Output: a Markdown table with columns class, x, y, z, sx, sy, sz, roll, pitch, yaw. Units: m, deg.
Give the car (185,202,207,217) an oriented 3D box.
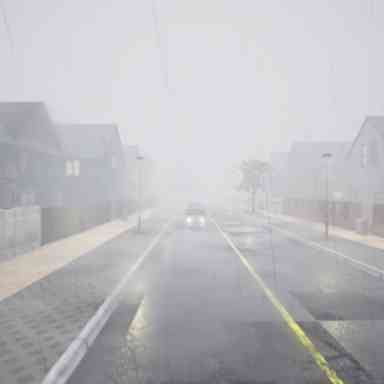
| class | x | y | z | sx | sy | sz | roll | pitch | yaw |
| --- | --- | --- | --- | --- | --- | --- | --- | --- | --- |
| car | 0.342 | 1.639 | 31.669 | 1.994 | 1.385 | 4.181 | 0 | 0 | 0 |
